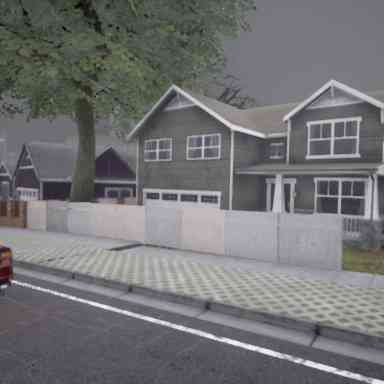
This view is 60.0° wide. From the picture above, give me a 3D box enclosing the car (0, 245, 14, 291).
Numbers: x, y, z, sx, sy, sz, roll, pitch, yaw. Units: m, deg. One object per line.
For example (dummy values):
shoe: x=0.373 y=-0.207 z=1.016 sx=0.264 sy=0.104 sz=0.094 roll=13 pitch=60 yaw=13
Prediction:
car: x=-6.082 y=1.462 z=7.541 sx=5.008 sy=1.535 sz=1.882 roll=0 pitch=0 yaw=33
